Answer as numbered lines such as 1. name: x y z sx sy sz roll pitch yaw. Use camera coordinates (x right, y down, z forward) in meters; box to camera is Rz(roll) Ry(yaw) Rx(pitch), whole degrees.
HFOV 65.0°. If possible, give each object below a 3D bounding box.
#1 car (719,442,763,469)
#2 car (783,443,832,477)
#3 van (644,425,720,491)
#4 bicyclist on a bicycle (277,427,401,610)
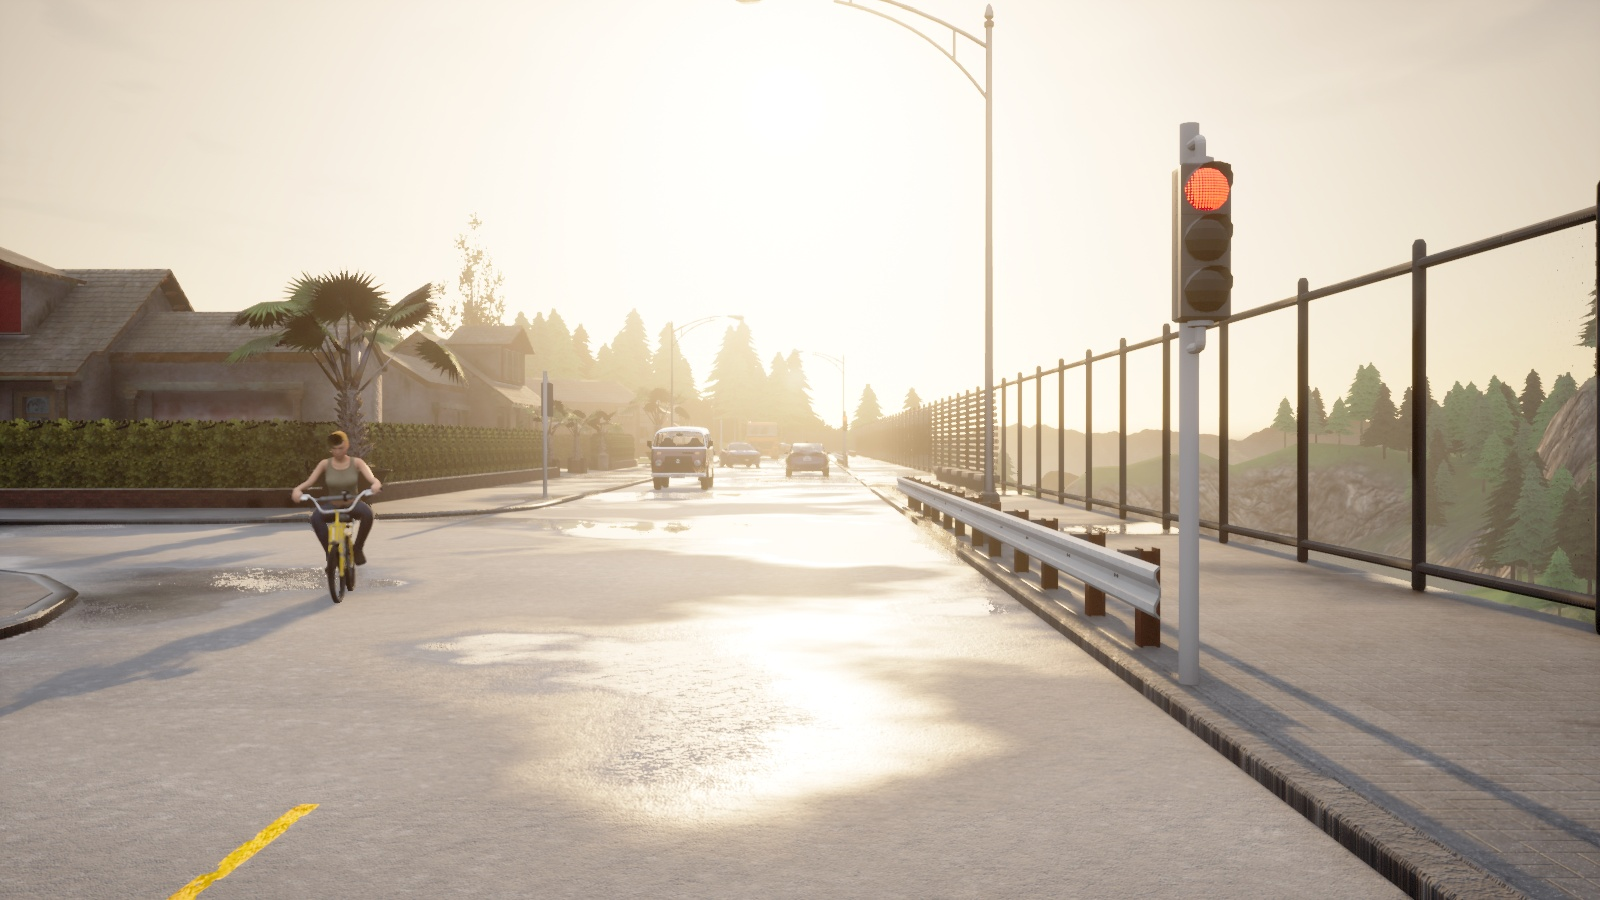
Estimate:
1. car: -3.613 0.295 75.514 1.882 1.535 5.008 0 0 -12
2. car: 0.337 0.424 57.103 2.163 1.488 4.792 0 0 0
3. van: -3.779 0.236 40.949 2.069 2.038 4.480 0 0 0
4. bicyclist on a bicycle: -4.402 0.611 12.098 0.866 1.612 1.509 -2 1 -12
